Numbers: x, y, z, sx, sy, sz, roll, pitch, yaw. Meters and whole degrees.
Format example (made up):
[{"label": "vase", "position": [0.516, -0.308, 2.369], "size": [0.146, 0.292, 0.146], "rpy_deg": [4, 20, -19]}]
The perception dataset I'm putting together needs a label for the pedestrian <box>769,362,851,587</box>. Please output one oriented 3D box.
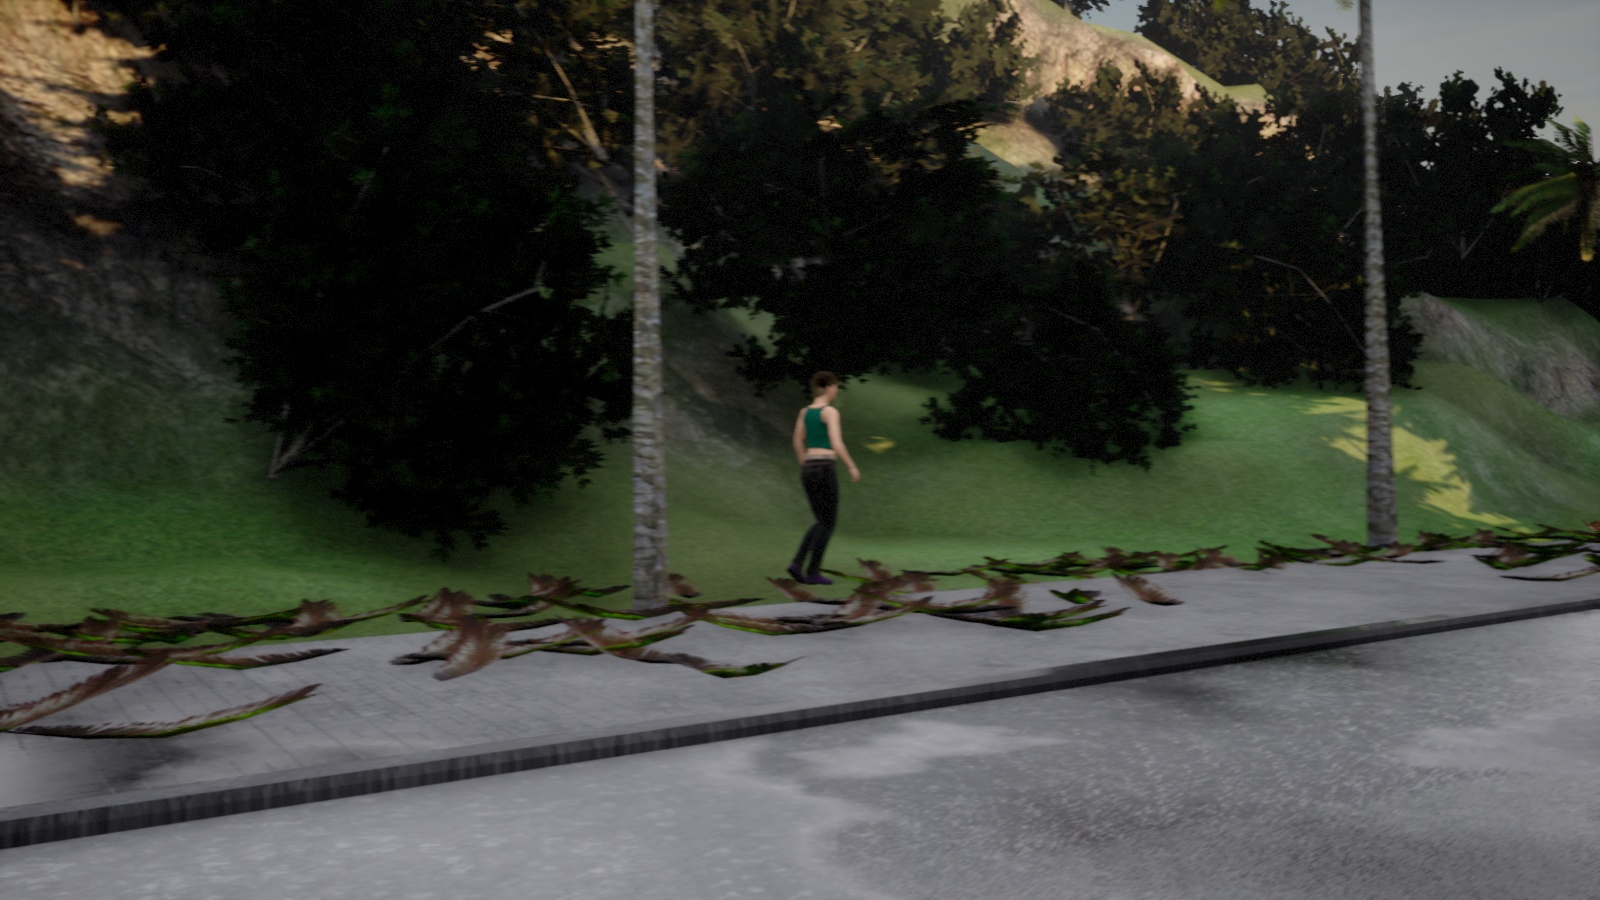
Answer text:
[{"label": "pedestrian", "position": [0.085, 0.204, 10.556], "size": [0.594, 1.836, 0.345], "rpy_deg": [0, 0, -34]}]
